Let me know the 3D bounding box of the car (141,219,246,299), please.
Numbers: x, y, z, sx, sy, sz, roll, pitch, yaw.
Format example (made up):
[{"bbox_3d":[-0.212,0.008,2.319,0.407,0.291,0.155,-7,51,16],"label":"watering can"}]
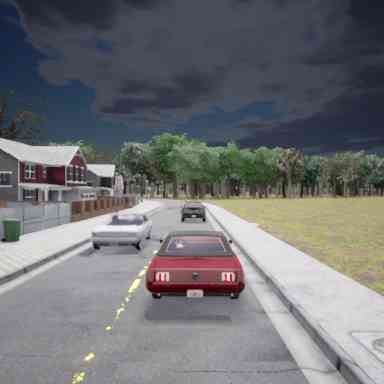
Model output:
[{"bbox_3d":[0.099,1.599,8.386,1.895,1.301,4.718,0,0,1],"label":"car"}]

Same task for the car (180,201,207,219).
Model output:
[{"bbox_3d":[0.112,1.498,26.434,1.837,1.490,4.892,0,0,0],"label":"car"}]

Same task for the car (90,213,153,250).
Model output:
[{"bbox_3d":[-2.846,1.597,14.344,1.895,1.301,4.718,0,0,0],"label":"car"}]
